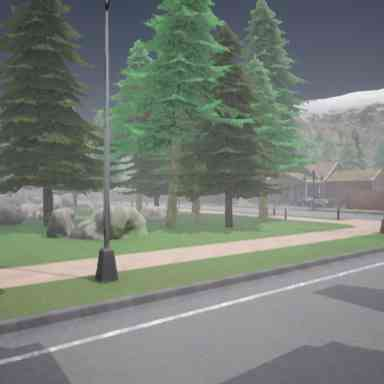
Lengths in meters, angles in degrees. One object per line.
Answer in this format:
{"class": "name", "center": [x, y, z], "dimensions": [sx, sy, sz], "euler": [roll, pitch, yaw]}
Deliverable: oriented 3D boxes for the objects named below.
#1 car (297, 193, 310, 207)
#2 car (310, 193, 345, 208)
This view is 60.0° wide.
{"class": "car", "center": [16.010, 1.119, 44.799], "dimensions": [3.866, 1.878, 1.905], "euler": [0, 0, -37]}
{"class": "car", "center": [17.828, 1.118, 43.019], "dimensions": [4.605, 1.855, 1.932], "euler": [0, 0, -37]}
